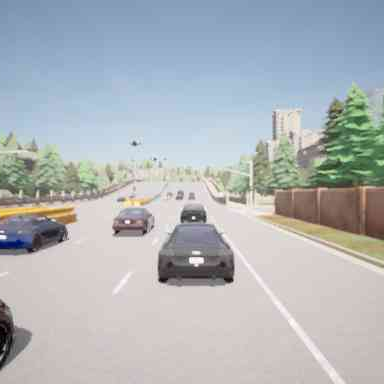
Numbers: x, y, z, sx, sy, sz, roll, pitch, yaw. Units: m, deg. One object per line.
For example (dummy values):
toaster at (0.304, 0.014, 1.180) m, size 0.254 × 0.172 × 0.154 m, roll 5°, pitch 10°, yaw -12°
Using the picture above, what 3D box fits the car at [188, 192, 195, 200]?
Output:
car at (-0.070, 1.473, 95.142) m, size 1.994 × 1.385 × 4.181 m, roll 0°, pitch 4°, yaw 0°

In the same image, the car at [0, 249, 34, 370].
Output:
car at (-3.399, 1.576, 2.877) m, size 1.994 × 1.385 × 4.181 m, roll 0°, pitch 0°, yaw 0°

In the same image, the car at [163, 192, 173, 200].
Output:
car at (-7.068, 1.424, 94.700) m, size 1.882 × 1.535 × 5.008 m, roll 0°, pitch 3°, yaw 0°

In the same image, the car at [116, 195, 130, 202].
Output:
car at (-17.508, 1.868, 83.046) m, size 1.994 × 1.385 × 4.181 m, roll 0°, pitch 0°, yaw 0°

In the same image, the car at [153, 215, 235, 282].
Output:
car at (0.104, 1.607, 9.947) m, size 1.994 × 1.385 × 4.181 m, roll 0°, pitch 0°, yaw 0°

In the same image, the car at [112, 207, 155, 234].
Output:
car at (-3.384, 1.632, 19.960) m, size 2.033 × 1.411 × 5.357 m, roll 0°, pitch 0°, yaw 0°

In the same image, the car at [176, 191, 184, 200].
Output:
car at (-3.567, 1.303, 94.681) m, size 2.097 × 1.767 × 4.553 m, roll 0°, pitch 3°, yaw 0°

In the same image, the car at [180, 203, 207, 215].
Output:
car at (0.110, 1.582, 24.517) m, size 1.882 × 1.535 × 5.008 m, roll 0°, pitch 0°, yaw 0°

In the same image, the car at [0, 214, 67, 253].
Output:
car at (-6.895, 1.624, 14.102) m, size 1.994 × 1.385 × 4.181 m, roll 0°, pitch 0°, yaw 0°
